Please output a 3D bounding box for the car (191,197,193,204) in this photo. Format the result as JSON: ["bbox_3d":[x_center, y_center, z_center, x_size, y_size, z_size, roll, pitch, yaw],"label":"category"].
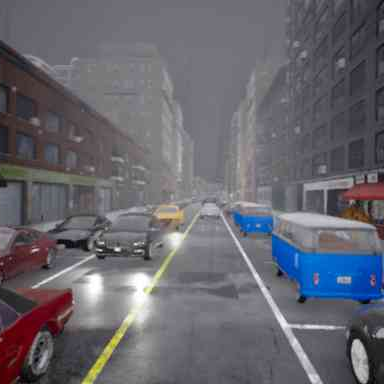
[{"bbox_3d":[-1.536,2.103,71.077,1.967,1.590,4.097,1,-1,3],"label":"car"}]

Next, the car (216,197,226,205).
[{"bbox_3d":[7.105,2.213,81.981,2.192,1.841,5.009,1,-1,3],"label":"car"}]

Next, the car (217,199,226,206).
[{"bbox_3d":[6.788,2.390,76.306,2.008,1.369,4.403,1,-1,3],"label":"car"}]

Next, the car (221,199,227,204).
[{"bbox_3d":[4.915,2.013,42.435,1.752,1.417,4.829,1,-1,3],"label":"car"}]

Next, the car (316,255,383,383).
[{"bbox_3d":[2.709,1.619,2.552,2.008,1.369,4.403,1,-1,3],"label":"car"}]

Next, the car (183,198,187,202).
[{"bbox_3d":[-2.479,2.038,54.056,2.008,1.369,4.403,1,-1,3],"label":"car"}]

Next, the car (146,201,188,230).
[{"bbox_3d":[-1.625,1.683,23.309,1.882,1.535,5.008,1,-1,4],"label":"car"}]

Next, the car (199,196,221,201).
[{"bbox_3d":[2.601,1.723,47.371,2.150,2.045,5.566,1,0,4],"label":"car"}]

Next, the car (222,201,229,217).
[{"bbox_3d":[4.591,2.009,36.592,1.802,1.307,4.206,1,-1,3],"label":"car"}]

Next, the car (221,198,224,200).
[{"bbox_3d":[5.846,2.208,59.285,1.887,1.381,4.507,1,-1,3],"label":"car"}]

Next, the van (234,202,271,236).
[{"bbox_3d":[3.653,1.590,19.574,1.690,1.788,3.998,1,-1,3],"label":"van"}]

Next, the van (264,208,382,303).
[{"bbox_3d":[3.025,1.470,8.227,1.690,1.788,3.998,1,-1,3],"label":"van"}]

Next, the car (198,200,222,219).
[{"bbox_3d":[1.823,1.878,33.194,1.812,1.442,4.674,1,0,4],"label":"car"}]

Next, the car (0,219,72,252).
[{"bbox_3d":[-4.990,1.593,8.669,1.802,1.307,4.206,1,-1,3],"label":"car"}]

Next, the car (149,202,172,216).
[{"bbox_3d":[-3.421,1.875,37.036,1.947,1.339,4.313,1,-1,3],"label":"car"}]

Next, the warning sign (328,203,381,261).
[{"bbox_3d":[5.512,1.313,11.377,1.300,1.860,1.060,1,-1,3],"label":"warning sign"}]

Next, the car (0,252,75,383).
[{"bbox_3d":[-2.778,1.587,2.730,1.895,1.301,4.718,1,-1,3],"label":"car"}]

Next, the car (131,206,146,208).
[{"bbox_3d":[-4.048,1.742,25.689,2.008,1.369,4.403,1,-1,3],"label":"car"}]

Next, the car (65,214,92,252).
[{"bbox_3d":[-4.676,1.637,14.343,1.947,1.339,4.313,1,-1,3],"label":"car"}]

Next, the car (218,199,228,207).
[{"bbox_3d":[6.474,2.325,70.632,1.887,1.381,4.507,1,-1,3],"label":"car"}]

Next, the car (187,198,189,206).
[{"bbox_3d":[-2.166,2.091,59.730,1.887,1.381,4.507,1,-1,3],"label":"car"}]

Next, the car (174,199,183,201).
[{"bbox_3d":[-2.793,1.973,48.383,1.887,1.381,4.507,1,-1,3],"label":"car"}]

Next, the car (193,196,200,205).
[{"bbox_3d":[1.442,1.921,77.096,2.150,2.045,5.566,1,-1,3],"label":"car"}]

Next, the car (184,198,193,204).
[{"bbox_3d":[-0.909,2.220,82.423,1.967,1.590,4.097,1,-1,3],"label":"car"}]

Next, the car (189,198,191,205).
[{"bbox_3d":[-1.852,2.170,65.403,1.947,1.339,4.313,1,-1,3],"label":"car"}]

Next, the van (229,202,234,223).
[{"bbox_3d":[3.967,1.650,25.248,1.690,1.788,3.998,1,-1,3],"label":"van"}]

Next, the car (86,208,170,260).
[{"bbox_3d":[-2.210,1.600,12.940,1.837,1.490,4.892,1,-1,3],"label":"car"}]
